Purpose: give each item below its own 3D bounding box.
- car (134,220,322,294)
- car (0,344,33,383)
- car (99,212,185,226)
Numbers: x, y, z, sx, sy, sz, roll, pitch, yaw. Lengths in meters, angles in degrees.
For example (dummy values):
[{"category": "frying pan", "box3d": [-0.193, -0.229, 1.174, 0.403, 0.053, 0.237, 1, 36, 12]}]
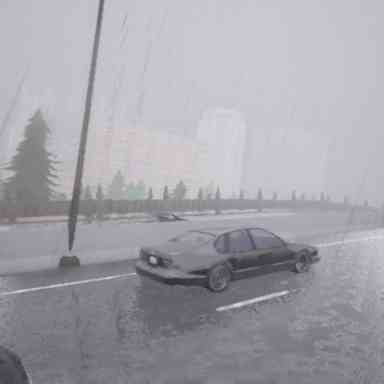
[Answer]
[{"category": "car", "box3d": [1.183, 1.573, 8.893, 5.357, 1.411, 2.033, 0, 0, -35]}, {"category": "car", "box3d": [-3.318, 1.483, 1.379, 4.902, 1.511, 2.128, 0, 0, -36]}, {"category": "car", "box3d": [-1.921, 1.631, 15.439, 4.718, 1.301, 1.895, 0, 0, -35]}]
